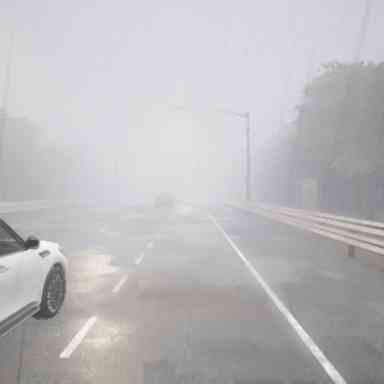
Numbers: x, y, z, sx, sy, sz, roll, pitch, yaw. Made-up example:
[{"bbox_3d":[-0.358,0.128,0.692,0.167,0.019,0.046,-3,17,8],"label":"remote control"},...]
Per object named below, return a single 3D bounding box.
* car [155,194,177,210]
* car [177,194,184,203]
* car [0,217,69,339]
[{"bbox_3d":[-3.499,1.239,42.908,2.150,2.045,5.566,0,0,0],"label":"car"},{"bbox_3d":[-3.449,1.609,72.053,1.994,1.385,4.181,0,0,0],"label":"car"},{"bbox_3d":[-3.501,1.223,4.216,2.150,2.045,5.566,0,0,0],"label":"car"}]
